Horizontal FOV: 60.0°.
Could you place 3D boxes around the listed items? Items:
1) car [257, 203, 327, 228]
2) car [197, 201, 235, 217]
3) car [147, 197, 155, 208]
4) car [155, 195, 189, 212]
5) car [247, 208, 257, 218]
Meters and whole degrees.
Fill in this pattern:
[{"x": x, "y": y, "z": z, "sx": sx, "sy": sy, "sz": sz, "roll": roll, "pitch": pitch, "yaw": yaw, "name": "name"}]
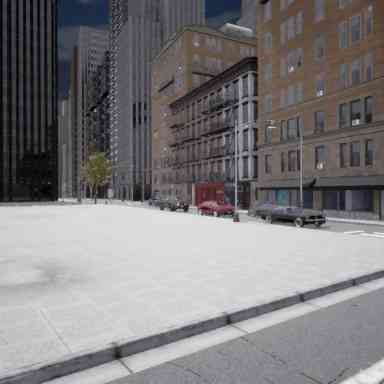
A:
[{"x": 6.920, "y": 1.675, "z": 23.068, "sx": 1.895, "sy": 1.301, "sz": 4.718, "roll": 0, "pitch": 0, "yaw": -26, "name": "car"}, {"x": 2.288, "y": 1.607, "z": 32.466, "sx": 1.882, "sy": 1.535, "sz": 5.008, "roll": 0, "pitch": 0, "yaw": -26, "name": "car"}, {"x": -5.811, "y": 1.613, "z": 55.028, "sx": 2.097, "sy": 1.767, "sz": 4.553, "roll": 0, "pitch": 0, "yaw": -26, "name": "car"}, {"x": -2.392, "y": 1.410, "z": 41.993, "sx": 2.150, "sy": 2.045, "sz": 5.566, "roll": 0, "pitch": 0, "yaw": -27, "name": "car"}, {"x": 6.948, "y": 1.639, "z": 28.796, "sx": 2.033, "sy": 1.411, "sz": 5.357, "roll": 0, "pitch": 0, "yaw": -24, "name": "car"}]
